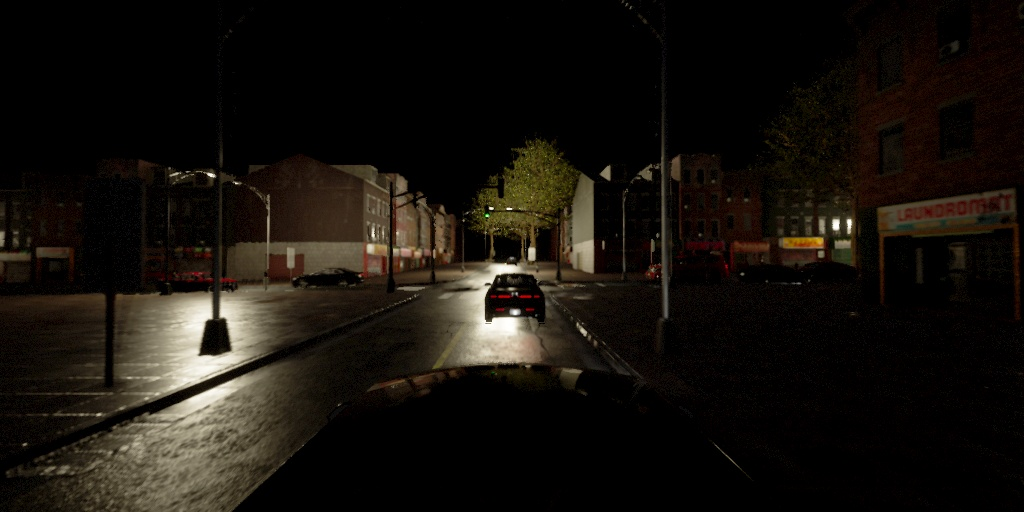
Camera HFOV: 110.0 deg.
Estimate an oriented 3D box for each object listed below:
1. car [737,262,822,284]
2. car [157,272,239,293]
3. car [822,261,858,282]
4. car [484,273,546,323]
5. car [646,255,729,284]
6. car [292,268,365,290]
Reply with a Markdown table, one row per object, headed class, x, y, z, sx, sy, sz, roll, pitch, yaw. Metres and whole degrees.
| class | x | y | z | sx | sy | sz | roll | pitch | yaw |
| --- | --- | --- | --- | --- | --- | --- | --- | --- | --- |
| car | 17.201 | 1.197 | 23.531 | 4.313 | 1.339 | 1.948 | 0 | 0 | 0 |
| car | -20.380 | 1.732 | 23.367 | 4.507 | 1.381 | 1.888 | 0 | 0 | 0 |
| car | 22.582 | 1.127 | 26.300 | 4.674 | 1.442 | 1.812 | -1 | -1 | 0 |
| car | 0.089 | 1.329 | 12.404 | 1.837 | 1.490 | 4.892 | 0 | 0 | 0 |
| car | 12.773 | 0.963 | 26.268 | 5.566 | 2.045 | 2.150 | -1 | -1 | 0 |
| car | -13.322 | 1.617 | 26.126 | 4.902 | 1.511 | 2.128 | -1 | -1 | 0 |
